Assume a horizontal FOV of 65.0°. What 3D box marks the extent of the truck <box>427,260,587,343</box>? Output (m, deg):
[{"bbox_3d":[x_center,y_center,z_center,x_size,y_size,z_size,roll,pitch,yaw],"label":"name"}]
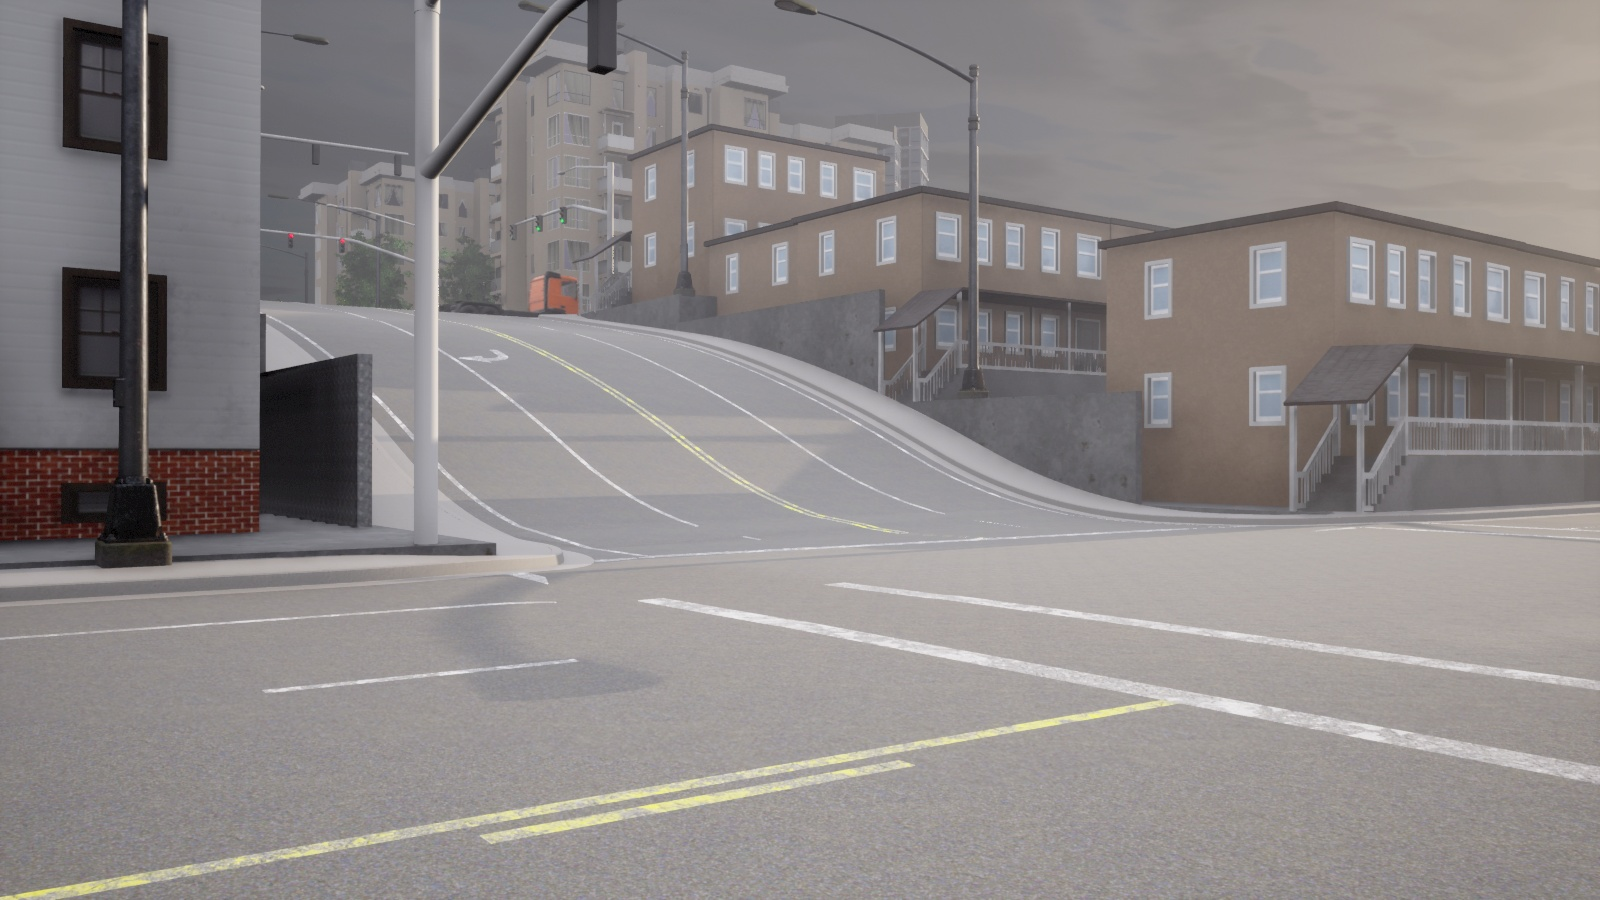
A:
[{"bbox_3d":[-15.963,-8.041,68.746,7.936,3.462,2.891,2,-2,-35],"label":"truck"}]
